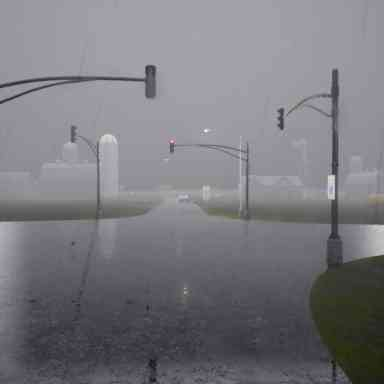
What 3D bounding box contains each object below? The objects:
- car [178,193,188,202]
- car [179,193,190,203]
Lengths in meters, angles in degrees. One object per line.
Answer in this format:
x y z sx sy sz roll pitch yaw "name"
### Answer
-2.110 1.193 80.009 2.150 2.045 5.566 0 0 -4 "car"
-1.524 1.556 69.974 1.812 1.442 4.674 0 0 -3 "car"
